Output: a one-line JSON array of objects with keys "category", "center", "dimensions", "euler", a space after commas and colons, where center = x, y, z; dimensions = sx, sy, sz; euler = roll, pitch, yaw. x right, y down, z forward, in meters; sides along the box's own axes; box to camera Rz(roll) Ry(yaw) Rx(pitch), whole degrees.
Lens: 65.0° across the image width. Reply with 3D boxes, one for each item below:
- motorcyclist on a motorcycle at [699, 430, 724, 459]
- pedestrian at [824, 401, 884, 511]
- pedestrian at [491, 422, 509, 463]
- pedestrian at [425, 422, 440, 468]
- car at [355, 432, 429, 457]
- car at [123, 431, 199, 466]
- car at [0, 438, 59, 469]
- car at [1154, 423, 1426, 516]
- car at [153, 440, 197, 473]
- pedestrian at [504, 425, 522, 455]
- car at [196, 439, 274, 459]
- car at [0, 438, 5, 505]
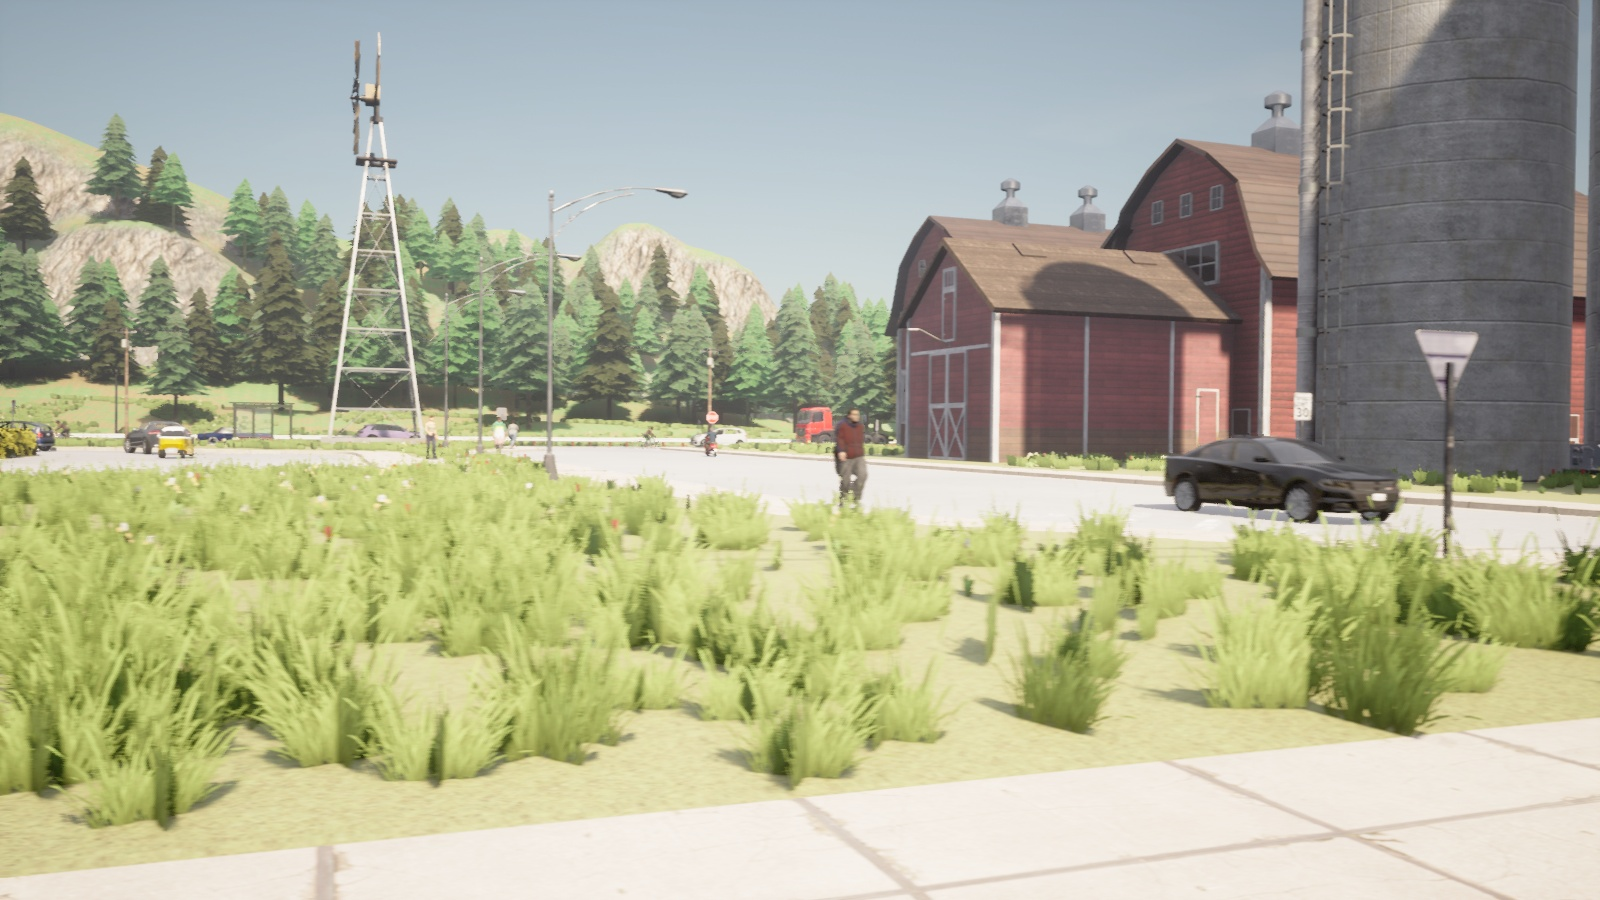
[{"category": "motorcyclist on a motorcycle", "center": [-4.821, -0.311, 68.482], "dimensions": [0.866, 1.590, 1.817], "euler": [-1, 1, -21]}, {"category": "pedestrian", "center": [0.922, 0.092, 21.556], "dimensions": [0.634, 1.844, 0.899], "euler": [-1, 1, -31]}, {"category": "pedestrian", "center": [-14.267, -0.363, 59.632], "dimensions": [0.659, 1.952, 0.873], "euler": [-1, 1, -24]}, {"category": "pedestrian", "center": [-14.961, -0.207, 51.071], "dimensions": [0.345, 1.836, 0.594], "euler": [-1, 1, -41]}, {"category": "car", "center": [-28.925, -0.409, 89.079], "dimensions": [4.856, 1.649, 2.033], "euler": [-1, 1, -20]}, {"category": "car", "center": [-31.660, -0.092, 62.115], "dimensions": [2.152, 1.651, 5.027], "euler": [-1, 1, -41]}, {"category": "car", "center": [-40.240, 0.167, 64.150], "dimensions": [3.705, 1.549, 1.789], "euler": [-1, 1, -6]}, {"category": "car", "center": [9.029, 0.292, 23.699], "dimensions": [1.882, 1.535, 5.008], "euler": [-1, 1, -21]}, {"category": "car", "center": [-27.106, 0.259, 54.484], "dimensions": [1.481, 1.376, 2.207], "euler": [-1, 1, -21]}, {"category": "pedestrian", "center": [-17.796, -0.622, 77.898], "dimensions": [0.874, 1.855, 0.900], "euler": [-1, 1, -1]}, {"category": "car", "center": [-38.421, -0.079, 85.549], "dimensions": [4.718, 1.301, 1.895], "euler": [-1, 1, -20]}, {"category": "car", "center": [-20.316, 0.537, 28.231], "dimensions": [1.789, 1.549, 3.705], "euler": [0, 1, 30]}]
